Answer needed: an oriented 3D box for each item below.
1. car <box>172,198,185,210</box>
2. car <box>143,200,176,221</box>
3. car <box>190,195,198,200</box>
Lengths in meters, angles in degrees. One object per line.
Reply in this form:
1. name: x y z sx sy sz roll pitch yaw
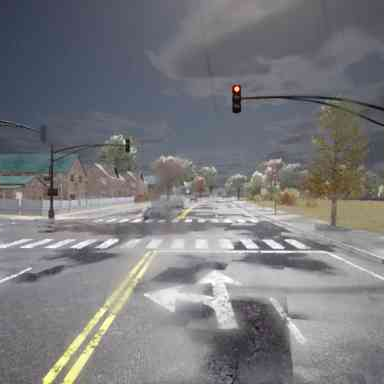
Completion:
1. car: -1.949 1.614 43.601 1.837 1.490 4.892 0 0 3
2. car: -2.684 1.598 27.053 1.994 1.385 4.181 0 0 2
3. car: 0.479 1.481 77.426 1.837 1.490 4.892 0 0 5
